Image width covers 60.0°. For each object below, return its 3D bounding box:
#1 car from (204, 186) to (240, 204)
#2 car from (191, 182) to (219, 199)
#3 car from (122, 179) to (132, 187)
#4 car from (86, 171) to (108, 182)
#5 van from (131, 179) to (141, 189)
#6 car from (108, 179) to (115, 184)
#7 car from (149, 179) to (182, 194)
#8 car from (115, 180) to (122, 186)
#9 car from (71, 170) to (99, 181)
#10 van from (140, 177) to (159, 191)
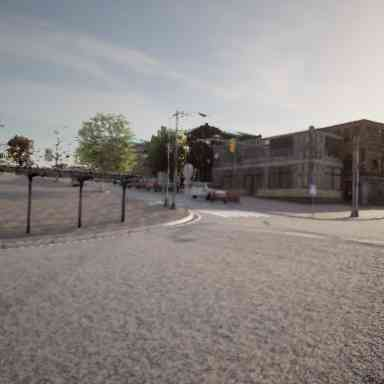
[{"bbox_3d":[3.795,0.501,37.603,2.002,1.452,4.674,7,2,34],"label":"car"},{"bbox_3d":[2.071,-0.051,40.055,2.435,2.045,5.566,7,2,34],"label":"car"},{"bbox_3d":[-8.418,-1.369,54.861,1.946,1.575,5.366,7,2,34],"label":"car"},{"bbox_3d":[-19.154,-3.194,69.270,2.435,2.045,5.566,7,3,33],"label":"car"},{"bbox_3d":[-6.803,-1.336,52.154,1.878,1.987,4.442,7,3,34],"label":"van"},{"bbox_3d":[-12.061,-1.855,59.594,2.002,1.452,4.674,7,2,34],"label":"car"},{"bbox_3d":[-3.247,-0.584,47.366,2.231,1.521,4.892,7,2,34],"label":"car"},{"bbox_3d":[-10.283,-1.592,57.156,2.002,1.452,4.674,7,3,34],"label":"car"},{"bbox_3d":[-24.555,-3.827,76.478,2.435,2.045,5.566,1,-2,34],"label":"car"},{"bbox_3d":[-5.039,-1.073,49.706,1.878,1.987,4.442,7,3,34],"label":"van"}]
